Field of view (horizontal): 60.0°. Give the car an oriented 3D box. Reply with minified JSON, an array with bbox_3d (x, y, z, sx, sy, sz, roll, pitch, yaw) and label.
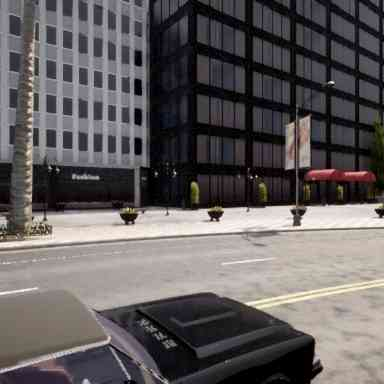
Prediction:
[{"bbox_3d":[-1.063,1.601,2.811,4.718,1.301,1.895,0,0,-33],"label":"car"}]
